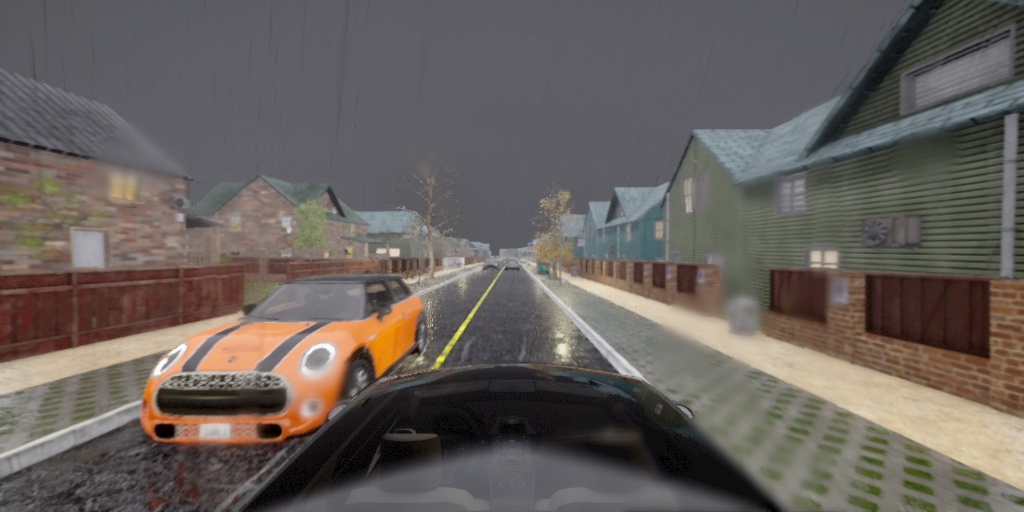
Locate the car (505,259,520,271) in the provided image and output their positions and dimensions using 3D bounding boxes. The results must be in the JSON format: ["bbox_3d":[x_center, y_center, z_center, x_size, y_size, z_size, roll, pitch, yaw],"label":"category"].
[{"bbox_3d":[0.056,1.270,48.444,1.994,1.385,4.181,0,0,1],"label":"car"}]

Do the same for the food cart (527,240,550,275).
[{"bbox_3d":[3.021,0.182,36.354,2.280,3.560,4.660,0,0,0],"label":"food cart"}]

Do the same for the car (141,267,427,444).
[{"bbox_3d":[-2.848,1.099,5.699,2.097,1.767,4.553,0,0,0],"label":"car"}]

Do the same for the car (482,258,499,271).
[{"bbox_3d":[-2.808,1.059,48.315,2.097,1.767,4.553,0,0,0],"label":"car"}]
